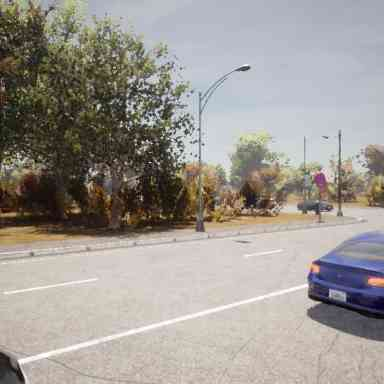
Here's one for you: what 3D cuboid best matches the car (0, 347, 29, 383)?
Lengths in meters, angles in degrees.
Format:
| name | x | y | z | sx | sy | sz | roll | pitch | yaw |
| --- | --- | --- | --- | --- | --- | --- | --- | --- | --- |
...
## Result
| name | x | y | z | sx | sy | sz | roll | pitch | yaw |
| --- | --- | --- | --- | --- | --- | --- | --- | --- | --- |
| car | -3.339 | 1.492 | 1.362 | 4.902 | 1.511 | 2.128 | 0 | 0 | -36 |

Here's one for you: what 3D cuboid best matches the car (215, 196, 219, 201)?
| name | x | y | z | sx | sy | sz | roll | pitch | yaw |
| --- | --- | --- | --- | --- | --- | --- | --- | --- | --- |
| car | 3.934 | 1.459 | 56.262 | 1.812 | 1.442 | 4.674 | 0 | 1 | -32 |

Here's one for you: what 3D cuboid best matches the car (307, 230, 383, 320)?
| name | x | y | z | sx | sy | sz | roll | pitch | yaw |
| --- | --- | --- | --- | --- | --- | --- | --- | --- | --- |
| car | 4.257 | 1.526 | 6.794 | 4.674 | 1.442 | 1.812 | 0 | 0 | -36 |

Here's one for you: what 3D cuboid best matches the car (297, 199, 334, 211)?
| name | x | y | z | sx | sy | sz | roll | pitch | yaw |
| --- | --- | --- | --- | --- | --- | --- | --- | --- | --- |
| car | 14.574 | 1.564 | 39.447 | 1.994 | 1.385 | 4.181 | 0 | 0 | -32 |
